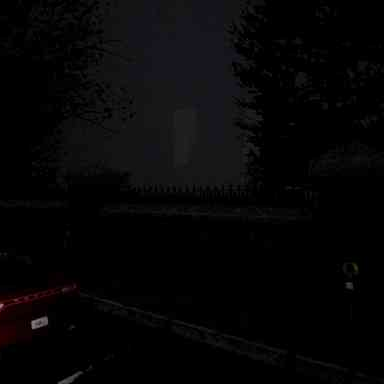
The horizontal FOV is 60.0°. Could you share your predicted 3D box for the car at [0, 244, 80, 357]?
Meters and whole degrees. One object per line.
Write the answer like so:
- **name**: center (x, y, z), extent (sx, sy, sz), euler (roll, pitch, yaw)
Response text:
- **car**: center (-3.768, 1.544, 5.576), extent (4.507, 1.381, 1.887), euler (0, 0, 36)
